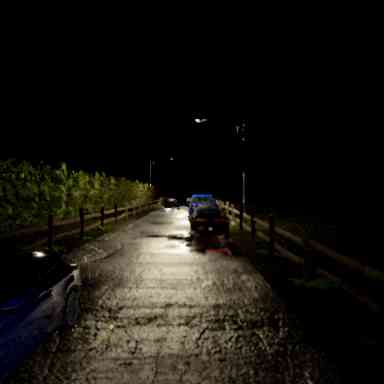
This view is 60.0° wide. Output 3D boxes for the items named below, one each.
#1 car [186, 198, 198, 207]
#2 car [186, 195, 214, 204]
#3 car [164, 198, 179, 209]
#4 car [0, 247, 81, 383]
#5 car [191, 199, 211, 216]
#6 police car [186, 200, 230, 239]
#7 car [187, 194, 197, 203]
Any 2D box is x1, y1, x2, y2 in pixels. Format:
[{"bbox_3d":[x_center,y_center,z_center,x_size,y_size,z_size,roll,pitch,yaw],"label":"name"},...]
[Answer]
[{"bbox_3d":[0.004,1.647,52.800,1.895,1.301,4.718,0,0,0],"label":"car"},{"bbox_3d":[0.827,1.238,27.355,2.150,2.045,5.566,0,0,0],"label":"car"},{"bbox_3d":[-2.828,1.595,46.874,1.994,1.385,4.181,0,0,0],"label":"car"},{"bbox_3d":[-2.852,1.527,4.176,1.812,1.442,4.674,0,0,0],"label":"car"},{"bbox_3d":[0.827,1.495,33.324,1.882,1.535,5.008,0,0,0],"label":"car"},{"bbox_3d":[0.826,1.433,17.434,1.930,1.638,5.238,0,0,0],"label":"police car"},{"bbox_3d":[0.006,1.409,69.283,2.097,1.767,4.553,0,0,0],"label":"car"}]
